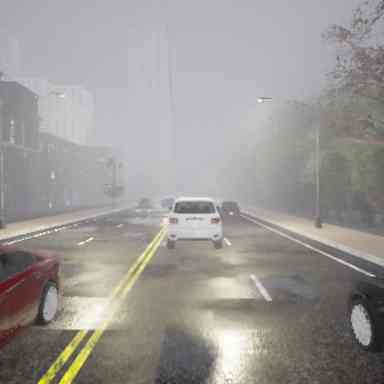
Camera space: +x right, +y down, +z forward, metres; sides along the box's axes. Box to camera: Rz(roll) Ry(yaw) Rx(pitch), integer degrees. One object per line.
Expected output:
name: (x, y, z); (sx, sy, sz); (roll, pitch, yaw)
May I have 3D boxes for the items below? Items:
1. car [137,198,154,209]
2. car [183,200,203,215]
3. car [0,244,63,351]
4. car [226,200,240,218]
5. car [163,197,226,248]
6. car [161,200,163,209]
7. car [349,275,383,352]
car: (-6.562, 1.580, 47.429); (1.837, 1.490, 4.892); (0, 0, 0)
car: (0.099, 1.607, 35.910); (2.033, 1.411, 5.357); (0, 0, 0)
car: (-3.350, 1.485, 4.249); (1.882, 1.535, 5.008); (0, 0, 0)
car: (3.348, 1.557, 30.979); (1.837, 1.490, 4.892); (0, 0, 0)
car: (0.098, 1.248, 15.015); (2.150, 2.045, 5.566); (0, 0, 0)
car: (-3.312, 1.553, 47.276); (1.882, 1.535, 5.008); (0, 0, 0)
car: (3.349, 1.483, 3.154); (1.882, 1.535, 5.008); (0, 0, 0)
